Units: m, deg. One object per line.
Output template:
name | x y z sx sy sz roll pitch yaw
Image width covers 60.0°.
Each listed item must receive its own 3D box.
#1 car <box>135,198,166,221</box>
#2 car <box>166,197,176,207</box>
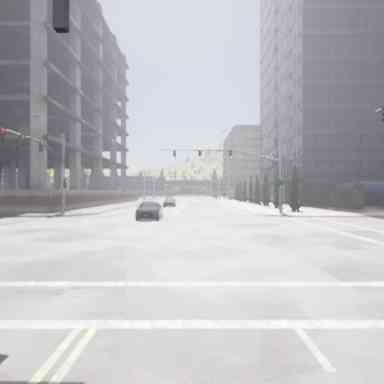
car | -3.493 1.514 27.671 1.882 1.535 5.008 0 0 0
car | -3.487 1.546 52.349 2.033 1.411 5.357 0 0 0
